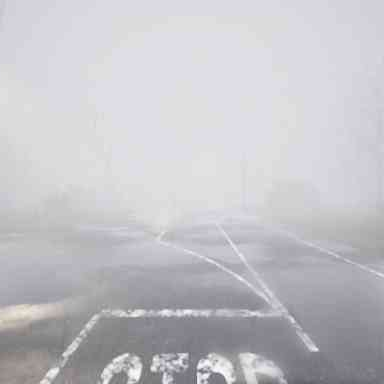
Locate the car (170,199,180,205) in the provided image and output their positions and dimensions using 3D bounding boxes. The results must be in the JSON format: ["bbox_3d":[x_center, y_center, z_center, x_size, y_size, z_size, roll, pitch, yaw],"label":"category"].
[{"bbox_3d":[-3.321,1.946,65.899,1.895,1.301,4.718,0,0,0],"label":"car"}]
